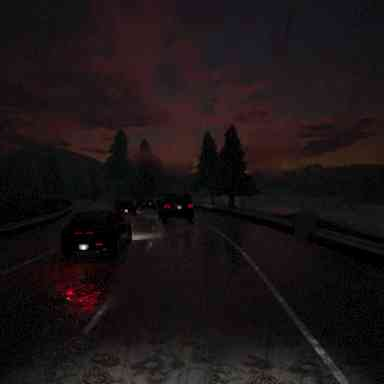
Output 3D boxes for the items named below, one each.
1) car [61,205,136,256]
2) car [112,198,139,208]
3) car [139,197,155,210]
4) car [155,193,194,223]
[{"bbox_3d":[-3.482,1.448,12.774,1.837,1.490,4.892,0,0,-3],"label":"car"},{"bbox_3d":[-6.306,1.369,31.063,1.837,1.490,4.892,0,0,-15],"label":"car"},{"bbox_3d":[-5.743,1.373,40.710,2.033,1.411,5.357,0,0,-21],"label":"car"},{"bbox_3d":[-1.278,1.117,24.617,2.150,2.045,5.566,0,0,-9],"label":"car"}]
